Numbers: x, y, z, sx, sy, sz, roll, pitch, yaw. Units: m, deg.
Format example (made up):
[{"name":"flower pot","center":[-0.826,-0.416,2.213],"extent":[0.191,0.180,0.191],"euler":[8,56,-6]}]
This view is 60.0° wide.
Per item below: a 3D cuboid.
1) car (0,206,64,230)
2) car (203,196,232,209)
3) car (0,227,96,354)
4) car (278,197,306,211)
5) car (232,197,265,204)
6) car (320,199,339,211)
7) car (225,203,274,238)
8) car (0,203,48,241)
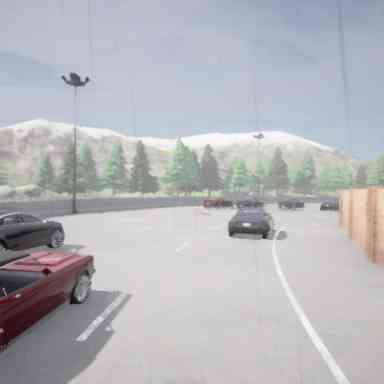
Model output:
[{"name":"car","center":[-5.994,1.305,10.681],"extent":[2.128,1.511,4.902],"euler":[1,0,10]},{"name":"car","center":[3.318,1.234,40.472],"extent":[1.882,1.535,5.008],"euler":[1,0,37]},{"name":"car","center":[-3.110,1.508,4.918],"extent":[1.895,1.301,4.718],"euler":[1,0,5]},{"name":"car","center":[12.191,1.418,40.501],"extent":[1.837,1.490,4.892],"euler":[-1,-1,42]},{"name":"car","center":[7.106,1.334,39.777],"extent":[1.837,1.490,4.892],"euler":[0,0,38]},{"name":"car","center":[17.558,1.567,41.057],"extent":[4.181,1.385,1.994],"euler":[1,0,-45]},{"name":"car","center":[3.173,1.489,17.422],"extent":[1.994,1.385,4.181],"euler":[1,0,18]},{"name":"car","center":[-8.690,1.298,14.942],"extent":[1.994,1.385,4.181],"euler":[1,0,13]}]
